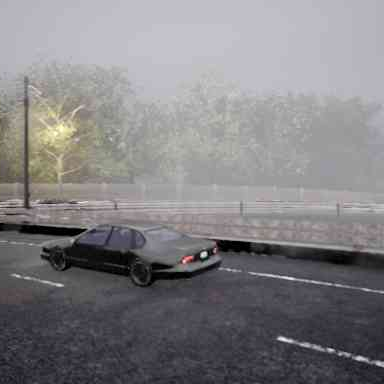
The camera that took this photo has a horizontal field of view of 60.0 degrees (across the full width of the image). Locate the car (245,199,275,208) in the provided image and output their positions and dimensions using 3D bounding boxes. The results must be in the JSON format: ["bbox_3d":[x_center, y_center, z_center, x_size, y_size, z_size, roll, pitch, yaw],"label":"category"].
[{"bbox_3d":[6.894,1.351,34.962,5.008,1.535,1.882,1,0,-20],"label":"car"}]

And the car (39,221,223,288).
[{"bbox_3d":[-1.856,1.523,9.154,5.357,1.411,2.033,0,0,32],"label":"car"}]

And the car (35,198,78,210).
[{"bbox_3d":[-12.473,1.286,28.928,4.892,1.490,1.837,0,0,-15],"label":"car"}]

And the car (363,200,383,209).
[{"bbox_3d":[22.721,1.684,41.357,5.008,1.535,1.882,3,-1,-24],"label":"car"}]
